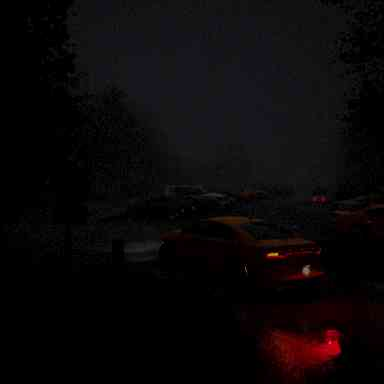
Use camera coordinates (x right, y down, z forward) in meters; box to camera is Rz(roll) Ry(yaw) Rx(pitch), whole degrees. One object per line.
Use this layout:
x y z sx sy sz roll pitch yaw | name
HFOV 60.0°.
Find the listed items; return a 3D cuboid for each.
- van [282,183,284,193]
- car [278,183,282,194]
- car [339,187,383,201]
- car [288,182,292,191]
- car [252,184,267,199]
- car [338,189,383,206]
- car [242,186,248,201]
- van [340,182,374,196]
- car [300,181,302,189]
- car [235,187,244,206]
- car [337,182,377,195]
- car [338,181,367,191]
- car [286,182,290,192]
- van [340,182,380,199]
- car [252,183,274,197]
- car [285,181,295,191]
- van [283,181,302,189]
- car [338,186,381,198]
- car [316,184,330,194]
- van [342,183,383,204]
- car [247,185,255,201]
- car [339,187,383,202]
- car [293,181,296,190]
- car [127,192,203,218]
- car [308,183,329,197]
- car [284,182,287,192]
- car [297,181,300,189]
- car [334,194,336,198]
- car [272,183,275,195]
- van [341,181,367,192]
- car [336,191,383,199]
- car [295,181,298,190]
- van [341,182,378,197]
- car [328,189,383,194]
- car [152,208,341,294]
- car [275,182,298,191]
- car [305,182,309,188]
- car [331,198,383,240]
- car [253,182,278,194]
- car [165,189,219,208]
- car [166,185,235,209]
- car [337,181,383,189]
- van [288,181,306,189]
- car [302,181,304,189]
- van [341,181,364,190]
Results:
11.689 -0.594 52.452 4.442 1.987 1.878 1 2 24 | van
10.473 -0.246 49.965 4.792 1.488 2.163 1 2 24 | car
20.115 0.162 39.509 4.792 1.488 2.163 1 2 24 | car
14.963 -0.624 60.115 4.792 1.488 2.163 1 2 24 | car
5.788 0.130 40.047 5.366 1.575 1.946 1 3 24 | car
16.666 0.496 31.962 4.792 1.488 2.163 1 3 24 | car
2.506 0.495 32.268 4.892 1.521 2.231 1 3 24 | car
24.515 -0.481 49.660 4.442 1.987 1.878 1 2 24 | van
21.776 -1.346 75.299 4.553 1.767 2.185 1 2 24 | car
1.534 0.613 29.664 5.366 1.575 1.946 1 3 24 | car
25.729 -0.599 52.148 5.566 2.045 2.435 1 2 24 | car
34.847 -1.357 72.471 5.566 2.045 2.435 1 2 24 | car
13.827 -0.530 57.584 4.792 1.488 2.163 1 2 24 | car
21.116 -0.195 42.064 4.442 1.987 1.878 1 2 24 | van
7.212 0.028 42.314 5.366 1.575 1.946 1 3 24 | car
15.956 -0.754 62.710 5.366 1.575 1.946 1 2 24 | car
25.106 -1.730 82.925 4.442 1.987 1.878 1 2 24 | van
22.359 -0.065 44.567 5.008 1.535 2.097 1 2 24 | car
22.455 -0.529 56.857 1.882 1.535 5.008 1 2 24 | car
17.981 0.122 34.529 4.442 1.987 1.878 1 3 24 | van
3.467 0.370 34.876 5.366 1.575 1.946 1 3 24 | car
19.035 0.264 37.103 4.792 1.488 2.163 1 3 24 | car
17.267 -0.841 65.162 4.892 1.521 2.231 1 2 24 | car
-2.069 0.997 22.162 4.792 1.488 2.163 1 3 24 | car
18.241 -0.165 47.468 2.128 1.511 4.902 1 2 24 | car
12.692 -0.435 55.052 4.792 1.488 2.163 1 2 24 | car
19.364 -1.037 70.304 5.366 1.575 1.946 1 2 24 | car
10.999 1.087 19.339 4.792 1.488 2.163 1 3 24 | car
8.169 -0.077 44.916 4.892 1.521 2.231 1 3 24 | car
31.579 -1.046 64.835 4.442 1.987 1.878 1 2 24 | van
9.971 1.046 16.896 4.553 1.767 2.185 1 3 24 | car
18.391 -0.935 67.699 4.892 1.521 2.231 1 2 24 | car
23.594 -0.383 47.038 4.442 1.987 1.878 1 2 24 | van
13.123 0.816 24.451 5.366 1.575 1.946 1 3 24 | car
0.934 1.365 8.580 1.882 1.535 5.008 2 -1 -31 | car
20.640 -1.251 72.768 4.553 1.767 2.185 1 2 24 | car
26.374 -1.848 85.396 5.566 2.045 2.435 1 2 24 | car
8.805 1.289 14.390 5.008 1.535 2.097 1 3 24 | car
9.340 -0.304 47.430 4.553 1.767 2.185 1 2 24 | car
-0.902 0.850 24.677 5.008 1.535 2.097 1 3 24 | car
0.254 0.481 27.186 5.566 2.045 2.435 1 3 24 | car
15.584 0.335 29.402 5.566 2.045 2.435 1 3 24 | car
28.506 -1.939 90.506 4.442 1.987 1.878 1 1 24 | van
22.935 -1.314 77.825 5.008 1.535 2.097 1 2 24 | car
36.112 -1.423 74.939 4.442 1.987 1.878 1 2 24 | van
